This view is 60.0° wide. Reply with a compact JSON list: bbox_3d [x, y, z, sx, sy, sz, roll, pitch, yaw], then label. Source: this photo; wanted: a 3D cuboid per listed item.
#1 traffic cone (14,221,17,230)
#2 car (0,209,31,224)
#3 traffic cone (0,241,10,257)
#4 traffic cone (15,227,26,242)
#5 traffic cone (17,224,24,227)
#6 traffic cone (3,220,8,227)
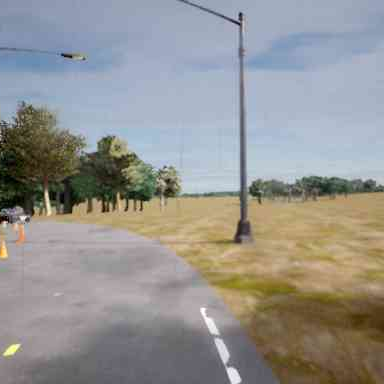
[{"bbox_3d":[-13.166,2.506,24.922,0.340,0.580,0.340,0,-2,-35],"label":"traffic cone"},{"bbox_3d":[-18.060,2.446,33.699,4.902,1.511,2.128,-3,-3,42],"label":"car"},{"bbox_3d":[-6.945,2.092,12.269,0.340,0.580,0.340,0,-1,-17],"label":"traffic cone"},{"bbox_3d":[-8.574,2.195,16.697,0.340,0.580,0.340,0,-1,-23],"label":"traffic cone"},{"bbox_3d":[-10.655,2.333,20.930,0.340,0.580,0.340,0,-2,-29],"label":"traffic cone"},{"bbox_3d":[-16.079,2.696,28.628,0.340,0.580,0.340,1,-3,-41],"label":"traffic cone"}]
